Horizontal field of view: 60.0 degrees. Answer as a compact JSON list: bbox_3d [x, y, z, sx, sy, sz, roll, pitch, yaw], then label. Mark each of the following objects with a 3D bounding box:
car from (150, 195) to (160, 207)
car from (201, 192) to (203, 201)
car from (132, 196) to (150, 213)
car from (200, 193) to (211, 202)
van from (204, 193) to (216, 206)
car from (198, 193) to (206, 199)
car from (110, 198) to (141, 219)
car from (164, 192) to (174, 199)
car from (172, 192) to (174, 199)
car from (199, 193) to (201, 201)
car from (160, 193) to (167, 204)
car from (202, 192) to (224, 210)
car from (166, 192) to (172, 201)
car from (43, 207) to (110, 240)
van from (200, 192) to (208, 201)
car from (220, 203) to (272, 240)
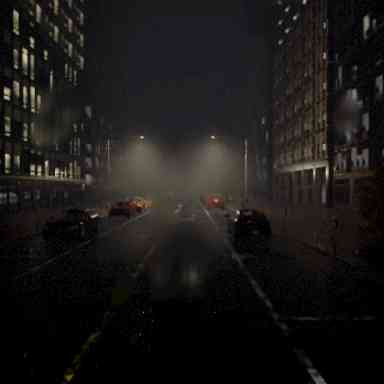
[{"bbox_3d":[-5.711,1.276,44.496,1.752,1.417,4.829,-1,0,0],"label":"car"},{"bbox_3d":[2.667,1.064,44.667,2.192,1.841,5.009,-1,0,0],"label":"car"},{"bbox_3d":[-5.708,1.254,33.297,1.967,1.590,4.097,-1,0,0],"label":"car"},{"bbox_3d":[2.661,1.059,67.402,1.967,1.590,4.097,-1,0,0],"label":"car"},{"bbox_3d":[2.666,1.057,50.350,1.690,1.788,3.998,-1,0,0],"label":"van"},{"bbox_3d":[2.656,1.037,90.137,2.008,1.369,4.403,-1,0,0],"label":"car"},{"bbox_3d":[-5.706,1.428,27.615,1.802,1.307,4.206,-1,0,0],"label":"car"},{"bbox_3d":[-5.725,0.836,84.449,2.192,1.841,5.009,-1,0,0],"label":"car"},{"bbox_3d":[-5.722,0.994,78.766,1.967,1.590,4.097,-1,0,0],"label":"car"},{"bbox_3d":[2.665,1.124,56.035,1.967,1.590,4.097,-1,0,0],"label":"car"},{"bbox_3d":[-5.714,1.251,56.033,1.947,1.339,4.313,-1,0,0],"label":"car"},{"bbox_3d":[2.669,1.096,38.983,2.192,1.841,5.009,-1,0,0],"label":"car"},{"bbox_3d":[-5.718,1.170,67.400,2.008,1.369,4.403,-1,0,0],"label":"car"},{"bbox_3d":[-5.702,1.460,16.247,2.008,1.369,4.403,-1,0,0],"label":"car"},{"bbox_3d":[2.659,0.927,73.084,1.690,1.788,3.998,-1,0,0],"label":"van"},{"bbox_3d":[2.678,1.459,16.250,2.008,1.369,4.403,-1,0,0],"label":"car"}]
